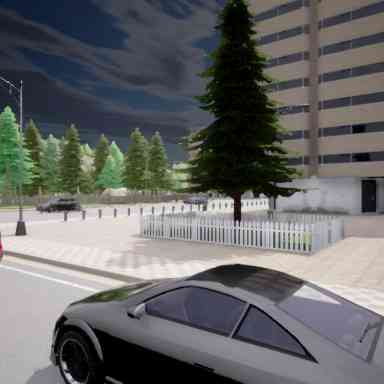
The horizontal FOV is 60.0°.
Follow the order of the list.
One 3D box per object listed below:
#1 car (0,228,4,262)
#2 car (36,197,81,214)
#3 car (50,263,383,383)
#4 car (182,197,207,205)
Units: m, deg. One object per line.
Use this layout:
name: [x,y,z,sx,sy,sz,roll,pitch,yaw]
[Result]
car: [-7.415,1.221,9.228,5.566,2.045,2.150,0,0,36]
car: [-14.482,1.351,36.151,2.097,1.767,4.553,0,0,35]
car: [0.274,1.564,3.796,4.181,1.385,1.994,0,0,35]
car: [0.582,1.548,57.200,2.033,1.411,5.357,0,0,36]
